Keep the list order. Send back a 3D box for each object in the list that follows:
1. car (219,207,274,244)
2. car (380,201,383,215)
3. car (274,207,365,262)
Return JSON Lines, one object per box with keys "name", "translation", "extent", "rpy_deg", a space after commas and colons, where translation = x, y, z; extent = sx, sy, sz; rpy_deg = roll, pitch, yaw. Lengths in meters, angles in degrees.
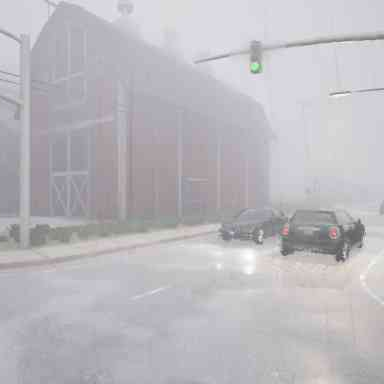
{"name": "car", "translation": [3.120, 1.504, 16.038], "extent": [1.837, 1.490, 4.892], "rpy_deg": [0, 0, 36]}
{"name": "car", "translation": [20.313, 1.355, 33.370], "extent": [2.097, 1.767, 4.553], "rpy_deg": [0, 0, 36]}
{"name": "car", "translation": [5.100, 1.355, 12.649], "extent": [2.097, 1.767, 4.553], "rpy_deg": [0, 0, 36]}
